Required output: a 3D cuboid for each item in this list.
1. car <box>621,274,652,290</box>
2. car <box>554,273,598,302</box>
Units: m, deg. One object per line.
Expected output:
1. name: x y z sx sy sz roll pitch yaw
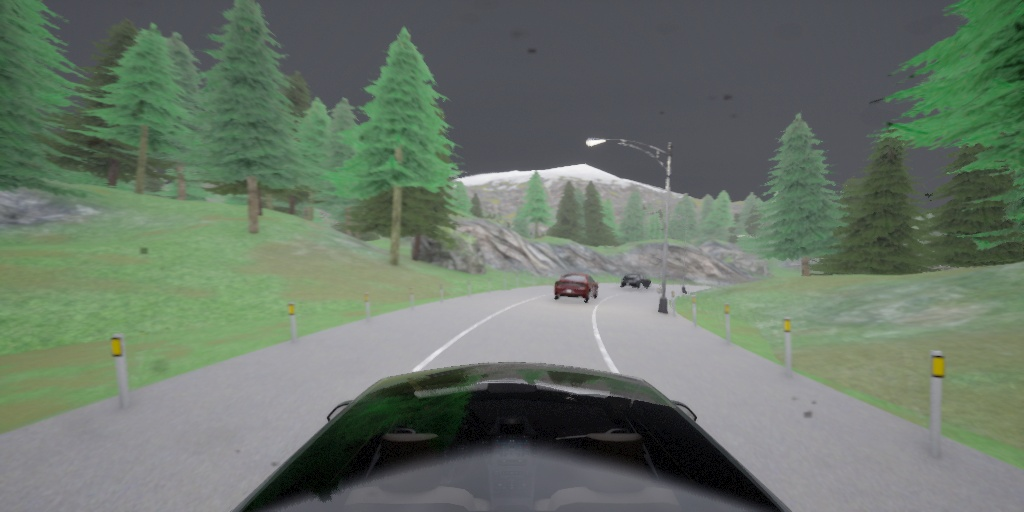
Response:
1. car: 12.508 2.529 35.982 1.837 1.490 4.892 3 0 38
2. car: 3.811 1.719 20.781 1.882 1.535 5.008 3 -1 21
